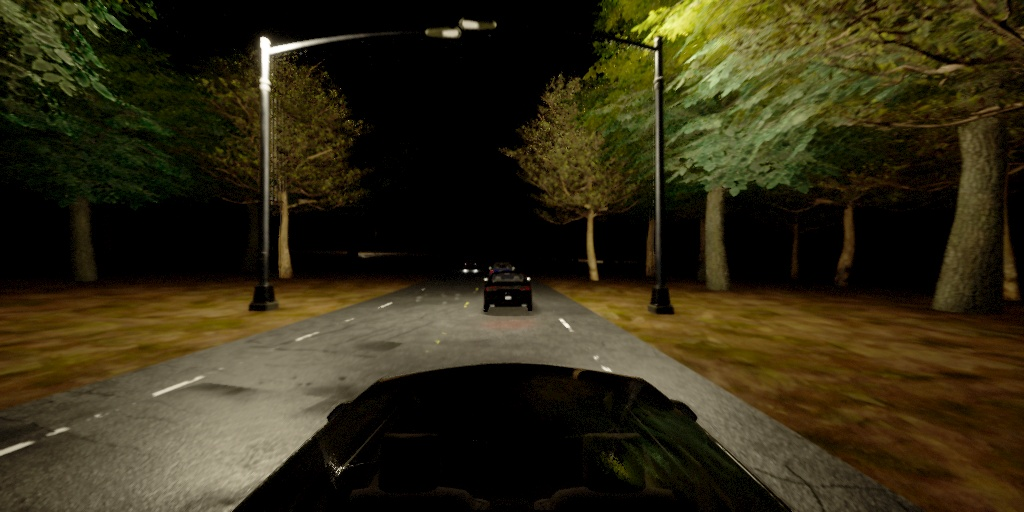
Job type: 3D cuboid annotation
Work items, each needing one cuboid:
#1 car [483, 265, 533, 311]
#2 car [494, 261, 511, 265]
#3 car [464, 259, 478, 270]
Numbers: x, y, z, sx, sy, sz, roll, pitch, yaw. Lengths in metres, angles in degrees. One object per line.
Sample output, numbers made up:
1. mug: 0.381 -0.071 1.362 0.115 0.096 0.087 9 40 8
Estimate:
1. car: -0.197 1.355 15.307 1.882 1.535 5.008 -1 0 -1
2. car: -0.804 1.294 29.057 2.097 1.767 4.553 0 0 -3
3. car: -6.757 1.343 59.016 2.097 1.767 4.553 0 0 -4
